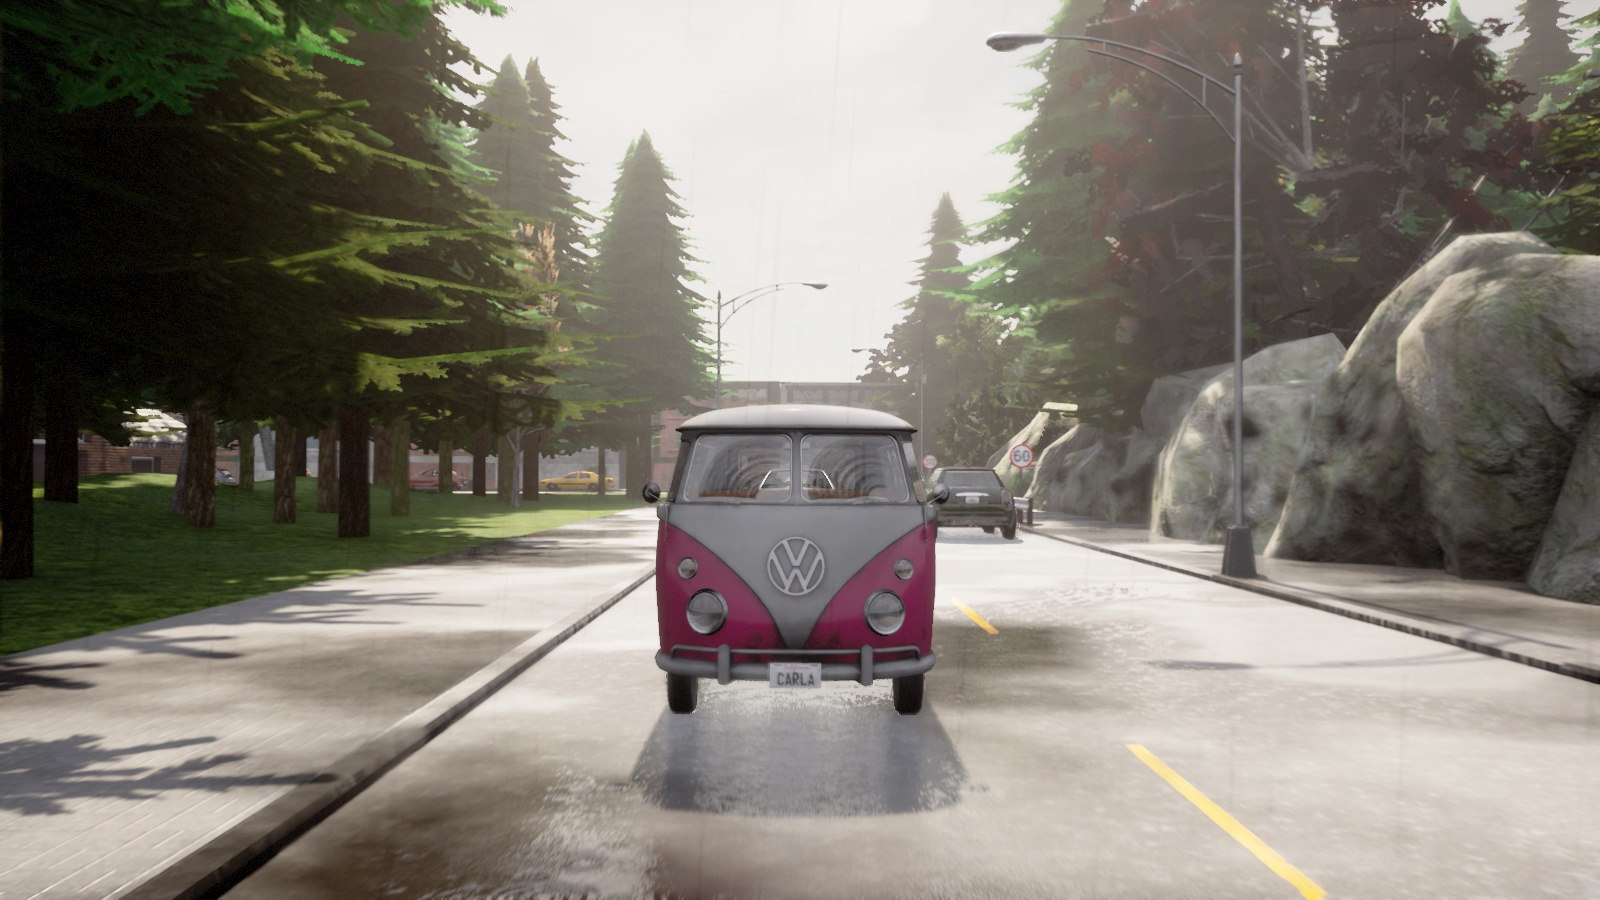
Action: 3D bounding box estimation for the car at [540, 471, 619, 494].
[{"bbox_3d":[-15.730,2.319,89.738,5.366,1.575,1.801,0,-1,0],"label":"car"}]

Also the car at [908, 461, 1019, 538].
[{"bbox_3d":[3.924,1.174,30.920,2.097,1.767,4.553,0,-1,0],"label":"car"}]

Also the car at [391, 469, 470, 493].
[{"bbox_3d":[-26.350,2.201,89.715,5.027,1.651,2.152,0,-1,0],"label":"car"}]

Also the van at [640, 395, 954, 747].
[{"bbox_3d":[-0.023,0.725,9.361,1.775,1.987,4.442,0,-1,0],"label":"van"}]
